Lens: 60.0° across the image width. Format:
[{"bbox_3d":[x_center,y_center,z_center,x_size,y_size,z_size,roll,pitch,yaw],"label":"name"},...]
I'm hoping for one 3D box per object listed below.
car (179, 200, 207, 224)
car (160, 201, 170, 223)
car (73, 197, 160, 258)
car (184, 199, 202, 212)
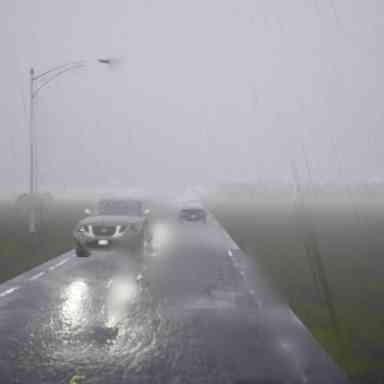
[{"bbox_3d":[0.095,1.445,24.149,1.882,1.535,5.008,0,0,1],"label":"car"},{"bbox_3d":[-2.736,1.456,25.431,2.128,1.511,4.902,0,0,1],"label":"car"},{"bbox_3d":[-2.741,1.211,13.069,2.150,2.045,5.566,0,0,0],"label":"car"},{"bbox_3d":[0.112,1.533,38.370,1.895,1.301,4.718,0,0,1],"label":"car"}]
